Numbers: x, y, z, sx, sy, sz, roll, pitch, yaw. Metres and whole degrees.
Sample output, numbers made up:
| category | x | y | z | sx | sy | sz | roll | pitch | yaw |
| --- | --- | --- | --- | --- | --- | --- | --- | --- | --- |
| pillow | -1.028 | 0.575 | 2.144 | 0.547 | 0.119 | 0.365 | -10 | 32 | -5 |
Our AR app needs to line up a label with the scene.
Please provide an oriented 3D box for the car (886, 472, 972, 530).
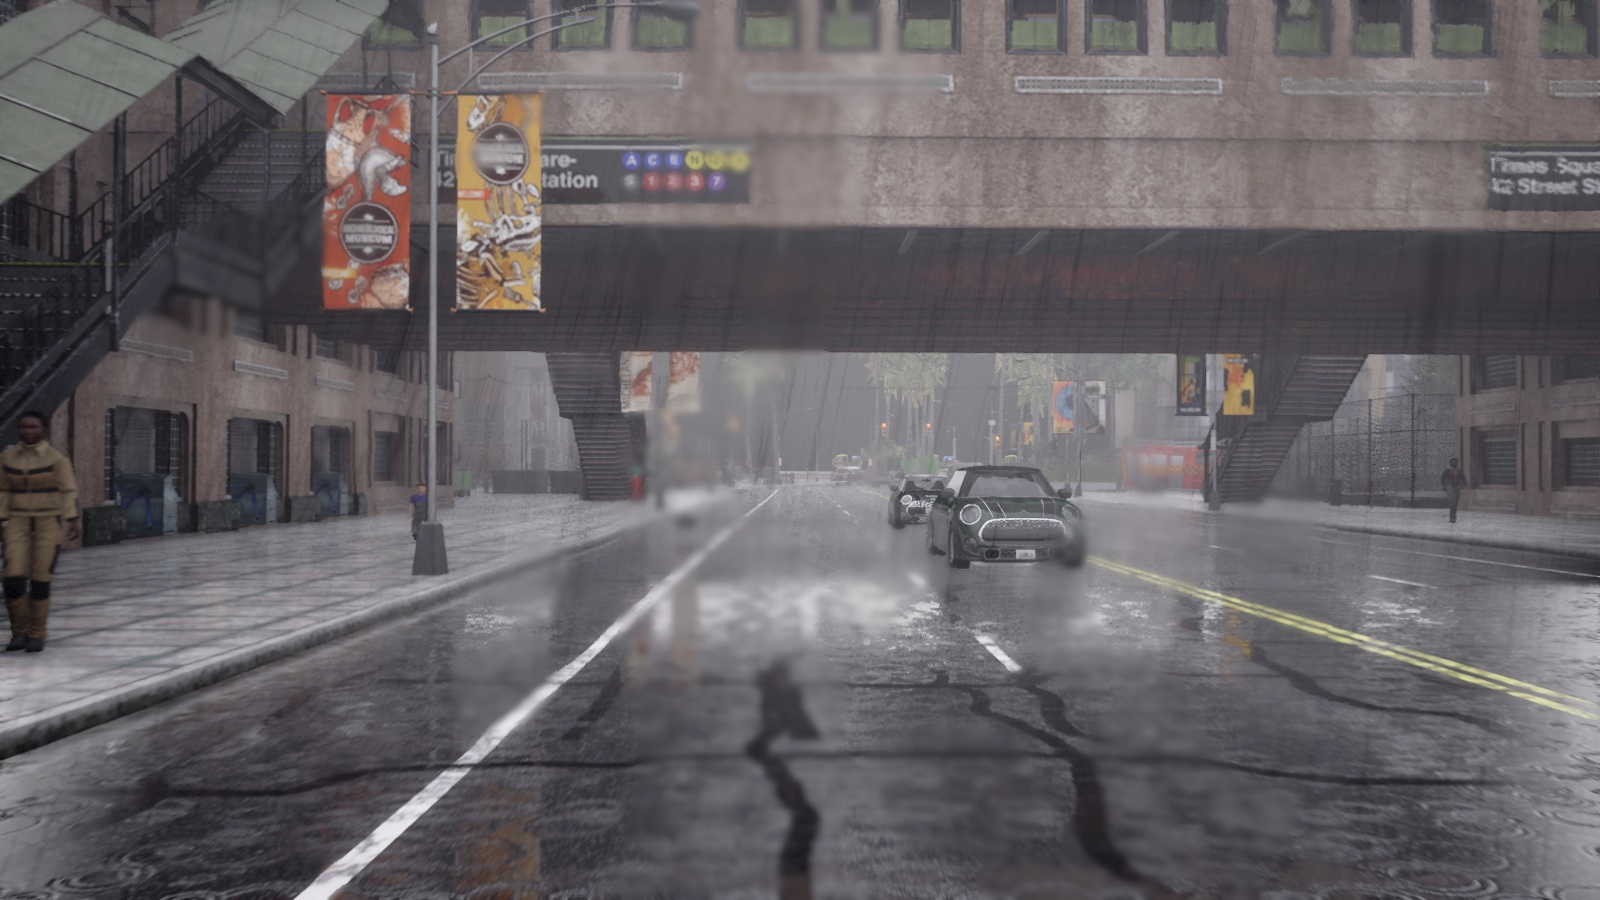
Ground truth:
| category | x | y | z | sx | sy | sz | roll | pitch | yaw |
| --- | --- | --- | --- | --- | --- | --- | --- | --- | --- |
| car | 3.463 | 1.340 | 34.283 | 1.970 | 1.475 | 3.806 | 0 | -1 | 0 |

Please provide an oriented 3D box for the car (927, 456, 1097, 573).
| category | x | y | z | sx | sy | sz | roll | pitch | yaw |
| --- | --- | --- | --- | --- | --- | --- | --- | --- | --- |
| car | 3.449 | 1.017 | 21.360 | 2.097 | 1.767 | 4.553 | 0 | -1 | 0 |

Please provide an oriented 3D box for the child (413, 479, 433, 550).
| category | x | y | z | sx | sy | sz | roll | pitch | yaw |
| --- | --- | --- | --- | --- | --- | --- | --- | --- | --- |
| child | -6.780 | 1.157 | 22.589 | 0.270 | 1.263 | 0.437 | 0 | -1 | -5 |

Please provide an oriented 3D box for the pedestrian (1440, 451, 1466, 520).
| category | x | y | z | sx | sy | sz | roll | pitch | yaw |
| --- | --- | --- | --- | --- | --- | --- | --- | --- | --- |
| pedestrian | 18.495 | 0.993 | 35.579 | 0.402 | 1.930 | 0.666 | 0 | -1 | 3 |

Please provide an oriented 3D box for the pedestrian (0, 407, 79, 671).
| category | x | y | z | sx | sy | sz | roll | pitch | yaw |
| --- | --- | --- | --- | --- | --- | --- | --- | --- | --- |
| pedestrian | -5.793 | 0.654 | 9.540 | 0.396 | 1.930 | 0.692 | 0 | -1 | -17 |

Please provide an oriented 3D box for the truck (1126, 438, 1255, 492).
| category | x | y | z | sx | sy | sz | roll | pitch | yaw |
| --- | --- | --- | --- | --- | --- | --- | --- | --- | --- |
| truck | 28.263 | 1.062 | 91.082 | 8.468 | 3.827 | 2.891 | 0 | -1 | -8 |

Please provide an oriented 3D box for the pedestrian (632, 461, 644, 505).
| category | x | y | z | sx | sy | sz | roll | pitch | yaw |
| --- | --- | --- | --- | --- | --- | --- | --- | --- | --- |
| pedestrian | -6.818 | 1.383 | 52.842 | 0.345 | 1.836 | 0.594 | 0 | -1 | 12 |

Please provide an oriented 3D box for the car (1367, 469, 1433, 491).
| category | x | y | z | sx | sy | sz | roll | pitch | yaw |
| --- | --- | --- | --- | --- | --- | --- | --- | --- | --- |
| car | 41.922 | 2.094 | 87.749 | 3.705 | 1.549 | 1.789 | 0 | -1 | -1 |
